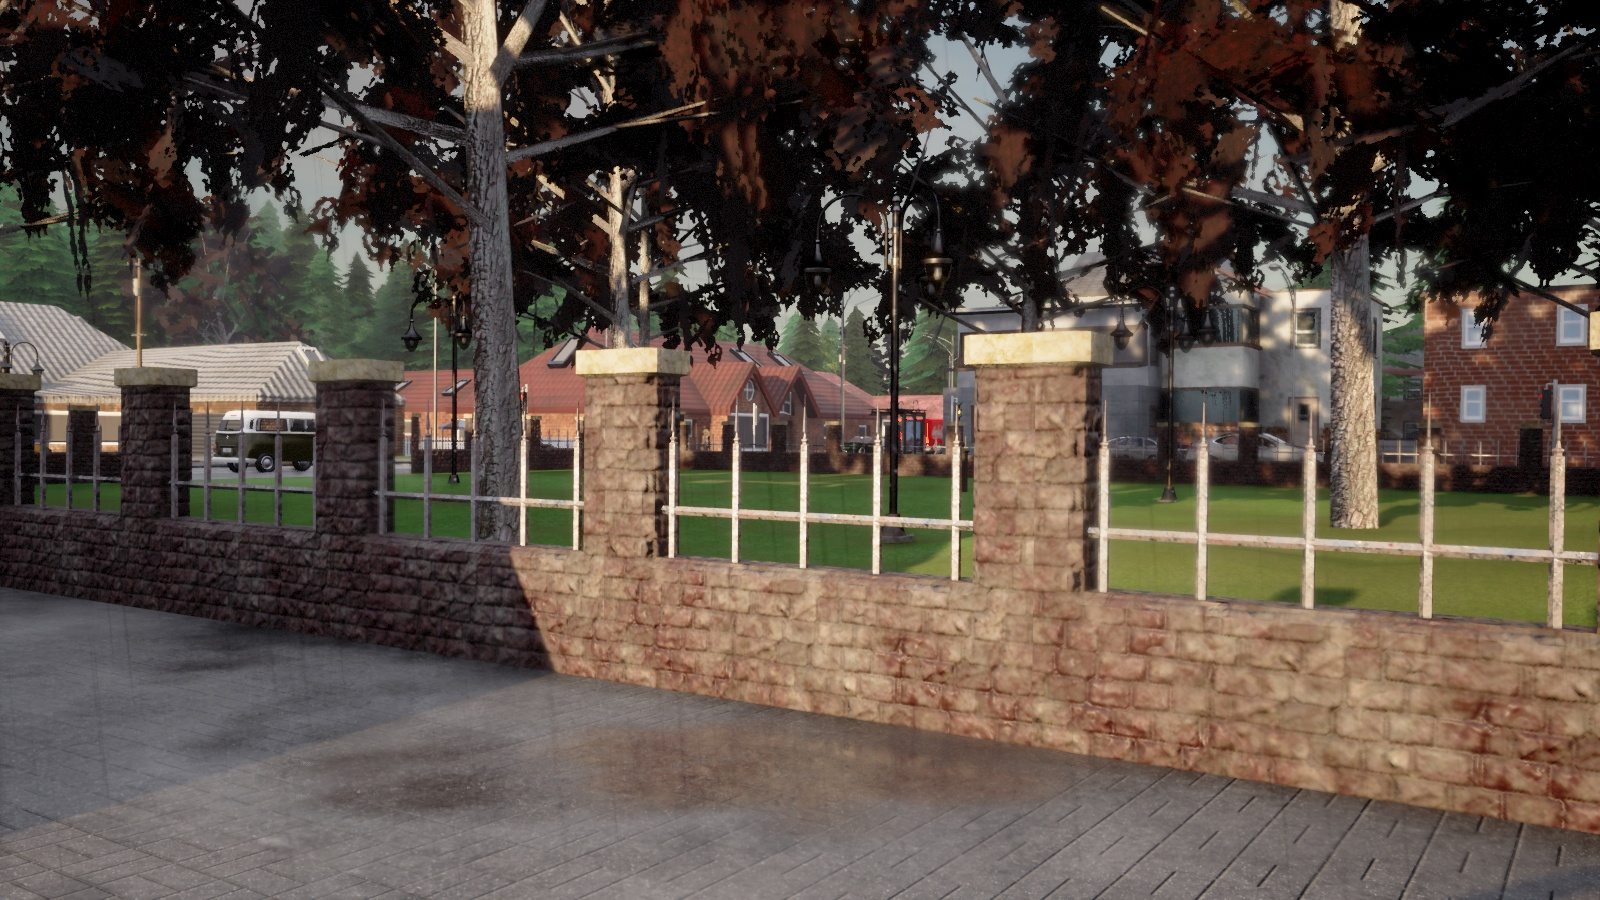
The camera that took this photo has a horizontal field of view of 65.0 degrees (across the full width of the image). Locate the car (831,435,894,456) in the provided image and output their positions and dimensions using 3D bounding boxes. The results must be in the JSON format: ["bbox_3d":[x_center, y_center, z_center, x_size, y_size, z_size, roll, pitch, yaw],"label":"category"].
[{"bbox_3d":[4.089,-0.313,81.110,1.895,1.301,4.718,0,1,34],"label":"car"}]

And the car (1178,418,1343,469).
[{"bbox_3d":[15.818,-0.223,43.176,5.027,1.651,2.152,0,1,31],"label":"car"}]

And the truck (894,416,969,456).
[{"bbox_3d":[8.471,-0.931,80.494,2.627,2.467,5.204,0,1,34],"label":"truck"}]

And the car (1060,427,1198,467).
[{"bbox_3d":[13.053,-0.112,49.923,4.902,1.511,2.128,0,1,34],"label":"car"}]

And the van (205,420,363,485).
[{"bbox_3d":[-17.129,0.038,41.871,2.069,2.038,4.480,0,1,32],"label":"van"}]

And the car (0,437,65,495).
[{"bbox_3d":[-22.672,0.457,33.476,1.882,1.535,5.008,0,1,32],"label":"car"}]
